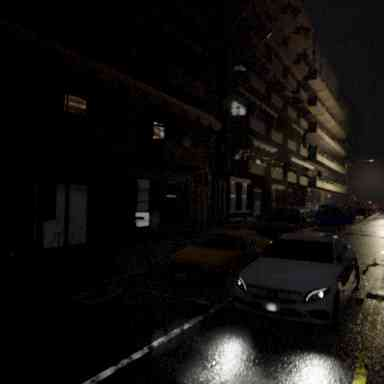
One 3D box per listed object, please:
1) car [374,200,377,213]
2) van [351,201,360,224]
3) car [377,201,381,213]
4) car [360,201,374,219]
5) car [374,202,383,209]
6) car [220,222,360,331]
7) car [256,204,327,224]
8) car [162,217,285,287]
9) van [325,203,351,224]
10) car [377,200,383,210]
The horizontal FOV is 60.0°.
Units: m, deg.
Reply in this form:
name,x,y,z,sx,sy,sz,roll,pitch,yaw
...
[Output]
name,x,y,z,sx,sy,sz,roll,pitch,yaw
car,21.953,2.103,42.565,2.192,1.841,5.009,1,0,33
van,13.031,1.855,28.580,1.690,1.788,3.998,1,0,33
car,27.896,2.543,51.889,1.947,1.339,4.313,1,0,33
car,18.979,2.010,37.904,2.192,1.841,5.009,1,0,33
car,39.792,2.924,70.535,1.887,1.381,4.507,1,-1,33
car,2.565,1.657,7.443,1.812,1.442,4.674,-1,-1,33
car,4.110,1.570,14.594,2.192,1.841,5.009,1,0,33
car,1.039,1.696,9.788,1.752,1.417,4.829,1,0,33
van,10.057,1.766,23.916,1.690,1.788,3.998,1,0,33
car,36.823,2.590,65.874,2.192,1.841,5.009,1,-1,33
